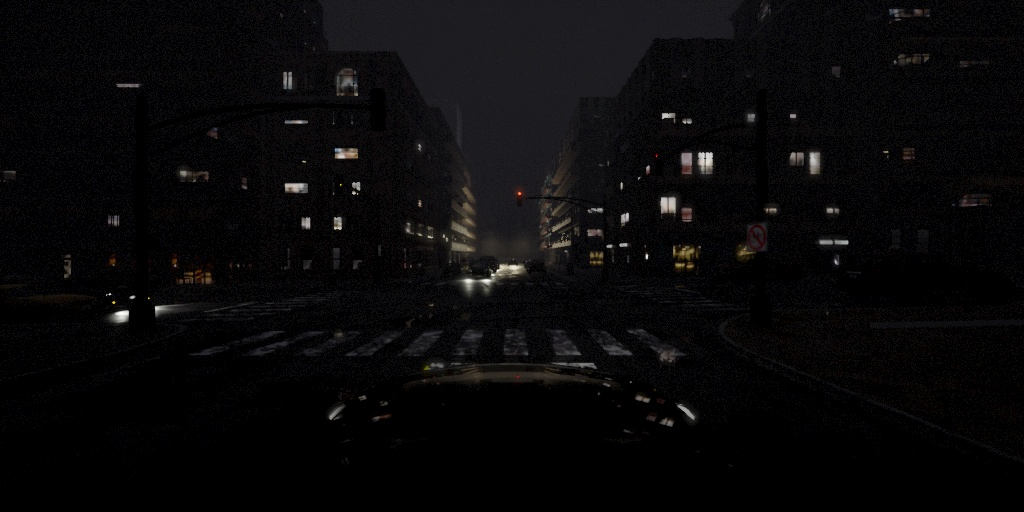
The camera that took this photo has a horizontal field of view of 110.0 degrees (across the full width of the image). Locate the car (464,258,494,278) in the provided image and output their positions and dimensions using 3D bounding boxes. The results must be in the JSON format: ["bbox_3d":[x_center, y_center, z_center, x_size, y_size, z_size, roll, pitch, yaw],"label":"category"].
[{"bbox_3d":[-3.020,1.233,34.074,1.882,1.535,5.008,0,0,0],"label":"car"}]

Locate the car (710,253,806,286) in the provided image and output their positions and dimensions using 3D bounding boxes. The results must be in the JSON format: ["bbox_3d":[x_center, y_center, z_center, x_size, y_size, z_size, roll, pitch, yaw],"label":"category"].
[{"bbox_3d":[14.625,0.759,21.376,5.009,1.841,2.192,0,0,0],"label":"car"}]

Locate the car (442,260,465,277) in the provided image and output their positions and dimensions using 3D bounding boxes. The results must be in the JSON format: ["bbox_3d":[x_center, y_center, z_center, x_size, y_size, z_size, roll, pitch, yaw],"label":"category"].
[{"bbox_3d":[-5.606,1.322,35.091,1.948,1.339,4.313,0,0,0],"label":"car"}]

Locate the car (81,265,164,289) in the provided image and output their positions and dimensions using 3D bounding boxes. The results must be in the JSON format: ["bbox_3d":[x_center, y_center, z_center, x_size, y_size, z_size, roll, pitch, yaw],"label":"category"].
[{"bbox_3d":[-23.550,1.462,21.106,5.009,1.841,2.192,0,0,0],"label":"car"}]

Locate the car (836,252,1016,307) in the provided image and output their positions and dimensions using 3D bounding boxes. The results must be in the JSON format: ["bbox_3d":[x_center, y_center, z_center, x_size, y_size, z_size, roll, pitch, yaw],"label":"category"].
[{"bbox_3d":[14.738,0.775,12.997,5.009,1.841,2.192,0,0,0],"label":"car"}]

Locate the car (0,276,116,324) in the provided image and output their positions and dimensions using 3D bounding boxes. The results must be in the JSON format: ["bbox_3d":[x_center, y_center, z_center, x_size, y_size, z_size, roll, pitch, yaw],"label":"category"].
[{"bbox_3d":[-17.602,1.585,12.795,4.829,1.417,1.751,0,0,0],"label":"car"}]

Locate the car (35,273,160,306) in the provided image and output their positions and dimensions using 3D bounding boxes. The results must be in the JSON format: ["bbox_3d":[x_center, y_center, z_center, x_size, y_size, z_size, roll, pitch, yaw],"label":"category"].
[{"bbox_3d":[-18.288,1.628,15.380,4.181,1.385,1.994,-1,0,0],"label":"car"}]

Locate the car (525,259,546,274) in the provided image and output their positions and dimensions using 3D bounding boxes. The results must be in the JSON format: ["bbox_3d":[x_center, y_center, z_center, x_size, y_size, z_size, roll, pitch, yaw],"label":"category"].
[{"bbox_3d":[2.788,1.198,40.754,1.967,1.591,4.097,0,0,0],"label":"car"}]

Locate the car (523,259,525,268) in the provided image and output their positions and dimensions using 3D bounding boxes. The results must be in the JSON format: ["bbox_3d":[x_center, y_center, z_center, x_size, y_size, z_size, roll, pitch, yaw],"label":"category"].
[{"bbox_3d":[2.802,1.200,46.437,1.967,1.591,4.097,0,0,0],"label":"car"}]

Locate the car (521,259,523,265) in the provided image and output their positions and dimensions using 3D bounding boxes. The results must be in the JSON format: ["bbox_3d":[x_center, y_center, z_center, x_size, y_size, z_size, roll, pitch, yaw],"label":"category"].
[{"bbox_3d":[2.831,1.348,57.802,1.802,1.307,4.207,0,0,0],"label":"car"}]

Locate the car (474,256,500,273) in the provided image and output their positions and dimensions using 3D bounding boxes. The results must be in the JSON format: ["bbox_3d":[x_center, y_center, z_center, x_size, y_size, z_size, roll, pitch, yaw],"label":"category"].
[{"bbox_3d":[-2.993,0.981,44.056,2.150,2.045,5.566,0,0,0],"label":"car"}]

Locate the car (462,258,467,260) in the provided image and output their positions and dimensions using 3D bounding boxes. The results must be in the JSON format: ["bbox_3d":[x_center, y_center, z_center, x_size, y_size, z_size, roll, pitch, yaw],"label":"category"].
[{"bbox_3d":[-5.593,1.283,40.604,1.751,1.417,4.829,0,0,0],"label":"car"}]
